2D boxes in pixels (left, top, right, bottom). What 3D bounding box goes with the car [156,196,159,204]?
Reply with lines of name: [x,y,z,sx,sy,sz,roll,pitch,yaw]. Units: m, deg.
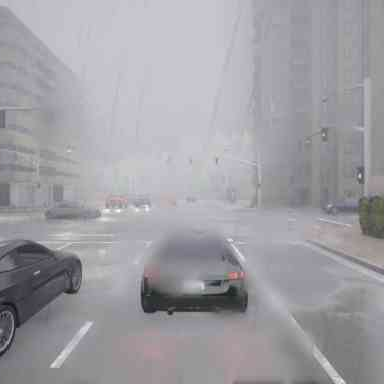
car: [-7.195,1.491,60.650,2.128,1.511,4.902,0,0,0]

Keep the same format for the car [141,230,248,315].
car: [0.049,1.564,7.638,1.994,1.385,4.181,0,0,0]

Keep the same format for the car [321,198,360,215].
car: [15.514,1.352,33.678,4.553,1.767,2.097,0,0,1]

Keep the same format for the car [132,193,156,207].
car: [-7.204,1.221,50.626,2.150,2.045,5.566,0,0,0]

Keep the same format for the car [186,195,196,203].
car: [-0.152,1.355,72.555,2.097,1.767,4.553,0,0,0]

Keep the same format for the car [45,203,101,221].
car: [-9.503,1.564,26.665,4.181,1.385,1.994,0,0,0]

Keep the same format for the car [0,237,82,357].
car: [-3.460,1.526,5.836,1.812,1.442,4.674,0,0,0]

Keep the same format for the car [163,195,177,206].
car: [-3.571,1.351,55.425,2.097,1.767,4.553,0,0,1]

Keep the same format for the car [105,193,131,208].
car: [-10.699,1.221,47.494,2.150,2.045,5.566,0,0,0]
